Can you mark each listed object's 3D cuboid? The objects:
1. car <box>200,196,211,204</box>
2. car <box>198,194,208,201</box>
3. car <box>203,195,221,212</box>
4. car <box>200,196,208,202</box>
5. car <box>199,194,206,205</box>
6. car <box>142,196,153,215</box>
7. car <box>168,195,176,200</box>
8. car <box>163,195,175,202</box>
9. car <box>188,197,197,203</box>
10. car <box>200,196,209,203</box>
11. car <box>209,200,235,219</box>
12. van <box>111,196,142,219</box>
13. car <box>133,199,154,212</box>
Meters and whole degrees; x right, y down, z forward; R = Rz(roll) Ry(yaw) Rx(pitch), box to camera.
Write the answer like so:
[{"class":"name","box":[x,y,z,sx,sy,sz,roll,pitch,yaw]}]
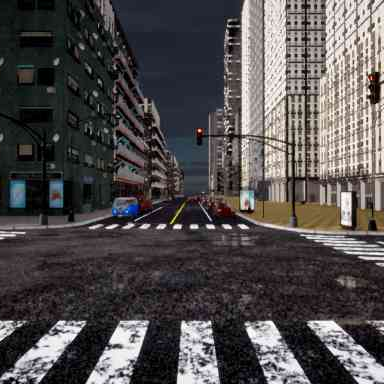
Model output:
[{"class":"car","box":[2.726,1.592,67.100,2.008,1.369,4.403,0,0,0]},{"class":"car","box":[2.734,1.376,83.683,2.192,1.841,5.009,0,0,0]},{"class":"car","box":[2.715,1.457,39.462,1.967,1.590,4.097,0,0,0]},{"class":"car","box":[2.730,1.636,78.155,1.802,1.307,4.206,0,0,0]},{"class":"car","box":[2.722,1.470,56.044,1.967,1.590,4.097,0,0,0]},{"class":"car","box":[-5.667,1.329,33.939,2.192,1.841,5.009,0,0,0]},{"class":"car","box":[-5.643,1.643,94.742,1.947,1.339,4.313,0,0,0]},{"class":"car","box":[-5.649,1.494,78.159,1.967,1.590,4.097,0,0,0]},{"class":"car","box":[0.129,1.645,69.709,1.895,1.301,4.718,0,0,0]},{"class":"car","box":[2.728,1.593,72.627,1.887,1.381,4.507,0,0,0]},{"class":"car","box":[2.709,1.592,28.406,1.802,1.307,4.206,0,0,0]},{"class":"van","box":[-5.670,1.352,28.411,1.690,1.788,3.998,0,0,0]},{"class":"car","box":[-5.667,1.562,39.467,1.887,1.381,4.507,0,0,0]}]
